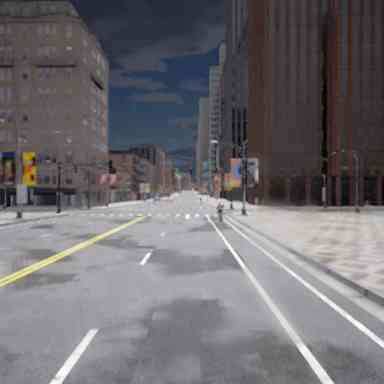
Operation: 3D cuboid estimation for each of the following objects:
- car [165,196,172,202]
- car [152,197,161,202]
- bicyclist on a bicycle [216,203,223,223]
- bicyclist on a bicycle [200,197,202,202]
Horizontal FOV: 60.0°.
[{"bbox_3d":[-6.524,1.956,92.700,1.882,1.535,5.008,0,-1,0],"label":"car"},{"bbox_3d":[-9.774,2.002,92.699,1.812,1.442,4.674,0,-1,0],"label":"car"},{"bbox_3d":[2.244,1.684,26.776,0.582,1.620,1.656,0,-1,0],"label":"bicyclist on a bicycle"},{"bbox_3d":[2.229,2.165,85.200,0.659,1.776,1.843,0,0,0],"label":"bicyclist on a bicycle"}]
